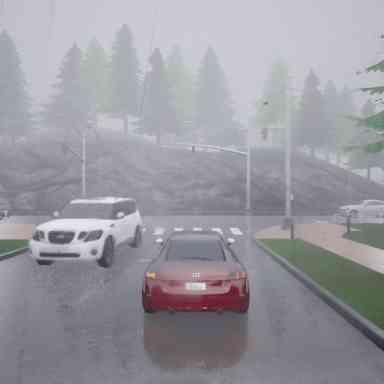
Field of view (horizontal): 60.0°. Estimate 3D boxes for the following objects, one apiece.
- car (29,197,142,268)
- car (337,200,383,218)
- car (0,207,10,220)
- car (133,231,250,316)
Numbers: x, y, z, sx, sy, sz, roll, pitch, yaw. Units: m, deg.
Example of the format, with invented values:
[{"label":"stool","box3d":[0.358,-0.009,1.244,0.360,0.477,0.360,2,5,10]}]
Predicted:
[{"label":"car","box3d":[-3.327,1.222,11.741,2.150,2.045,5.566,0,0,6]},{"label":"car","box3d":[14.352,1.363,27.158,4.674,1.442,1.812,0,0,0]},{"label":"car","box3d":[-15.517,1.329,23.495,4.902,1.511,2.128,0,0,0]},{"label":"car","box3d":[0.078,1.564,7.625,1.994,1.385,4.181,0,0,0]}]
